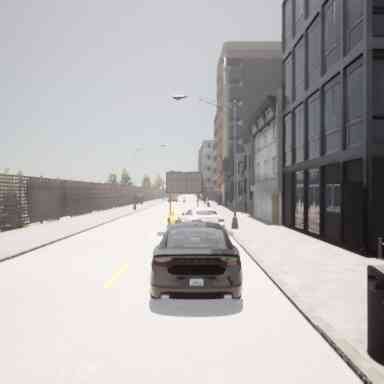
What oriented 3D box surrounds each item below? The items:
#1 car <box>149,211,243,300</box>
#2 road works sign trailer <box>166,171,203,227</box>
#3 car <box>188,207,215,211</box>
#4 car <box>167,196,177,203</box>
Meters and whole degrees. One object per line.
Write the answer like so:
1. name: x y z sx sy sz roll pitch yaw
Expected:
1. car: 0.084 1.475 8.469 1.882 1.535 5.008 0 0 0
2. road works sign trailer: -0.530 0.458 21.298 2.380 3.560 2.880 0 0 -17
3. car: 0.479 1.533 17.817 1.812 1.442 4.674 0 -1 -10
4. car: -4.132 1.543 70.930 1.994 1.385 4.181 0 0 0
